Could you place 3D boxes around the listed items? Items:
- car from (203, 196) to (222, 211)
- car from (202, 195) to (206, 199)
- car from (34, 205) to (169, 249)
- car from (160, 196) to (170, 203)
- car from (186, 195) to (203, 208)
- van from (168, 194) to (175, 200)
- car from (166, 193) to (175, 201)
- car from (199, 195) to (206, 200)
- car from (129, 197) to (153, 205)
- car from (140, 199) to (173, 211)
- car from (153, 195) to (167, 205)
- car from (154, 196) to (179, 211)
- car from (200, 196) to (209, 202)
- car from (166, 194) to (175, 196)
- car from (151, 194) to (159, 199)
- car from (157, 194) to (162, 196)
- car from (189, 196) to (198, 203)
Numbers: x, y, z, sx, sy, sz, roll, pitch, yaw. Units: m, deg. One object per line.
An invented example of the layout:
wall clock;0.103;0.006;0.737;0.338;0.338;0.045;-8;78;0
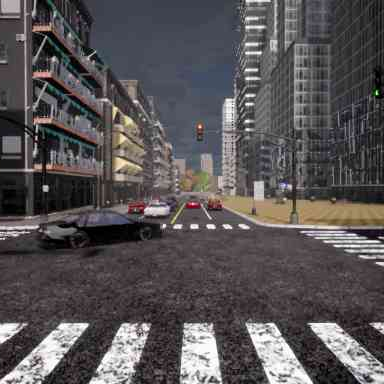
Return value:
car;2.720;1.541;41.073;1.887;1.381;4.507;-1;0;0
car;2.761;1.551;63.668;2.008;1.369;4.403;-1;0;0
car;-3.943;1.528;14.622;5.357;1.411;2.033;-1;1;-37
car;-5.576;1.584;69.276;1.802;1.307;4.206;-1;0;0
car;0.179;1.560;46.979;1.994;1.385;4.181;0;0;0
van;-5.538;1.351;91.870;1.690;1.788;3.998;-1;0;0
car;-5.549;1.322;86.222;2.192;1.841;5.009;-1;0;0
car;2.811;1.535;92.084;1.752;1.417;4.829;-1;0;0
car;-5.637;1.540;35.382;1.887;1.381;4.507;-1;0;0
car;-3.047;1.597;29.430;1.895;1.301;4.718;0;0;0
car;-5.598;1.439;57.977;1.967;1.590;4.097;-1;0;0
car;-3.017;1.560;39.490;1.994;1.385;4.181;0;0;1
car;2.781;1.548;74.967;1.887;1.381;4.507;-1;0;0
car;-2.999;1.502;49.671;1.837;1.490;4.892;0;0;0
car;-5.629;1.436;41.030;1.967;1.590;4.097;-1;0;0
car;-5.610;1.312;52.329;2.192;1.841;5.009;-1;0;0
car;0.223;1.527;69.691;1.812;1.442;4.674;0;0;0
